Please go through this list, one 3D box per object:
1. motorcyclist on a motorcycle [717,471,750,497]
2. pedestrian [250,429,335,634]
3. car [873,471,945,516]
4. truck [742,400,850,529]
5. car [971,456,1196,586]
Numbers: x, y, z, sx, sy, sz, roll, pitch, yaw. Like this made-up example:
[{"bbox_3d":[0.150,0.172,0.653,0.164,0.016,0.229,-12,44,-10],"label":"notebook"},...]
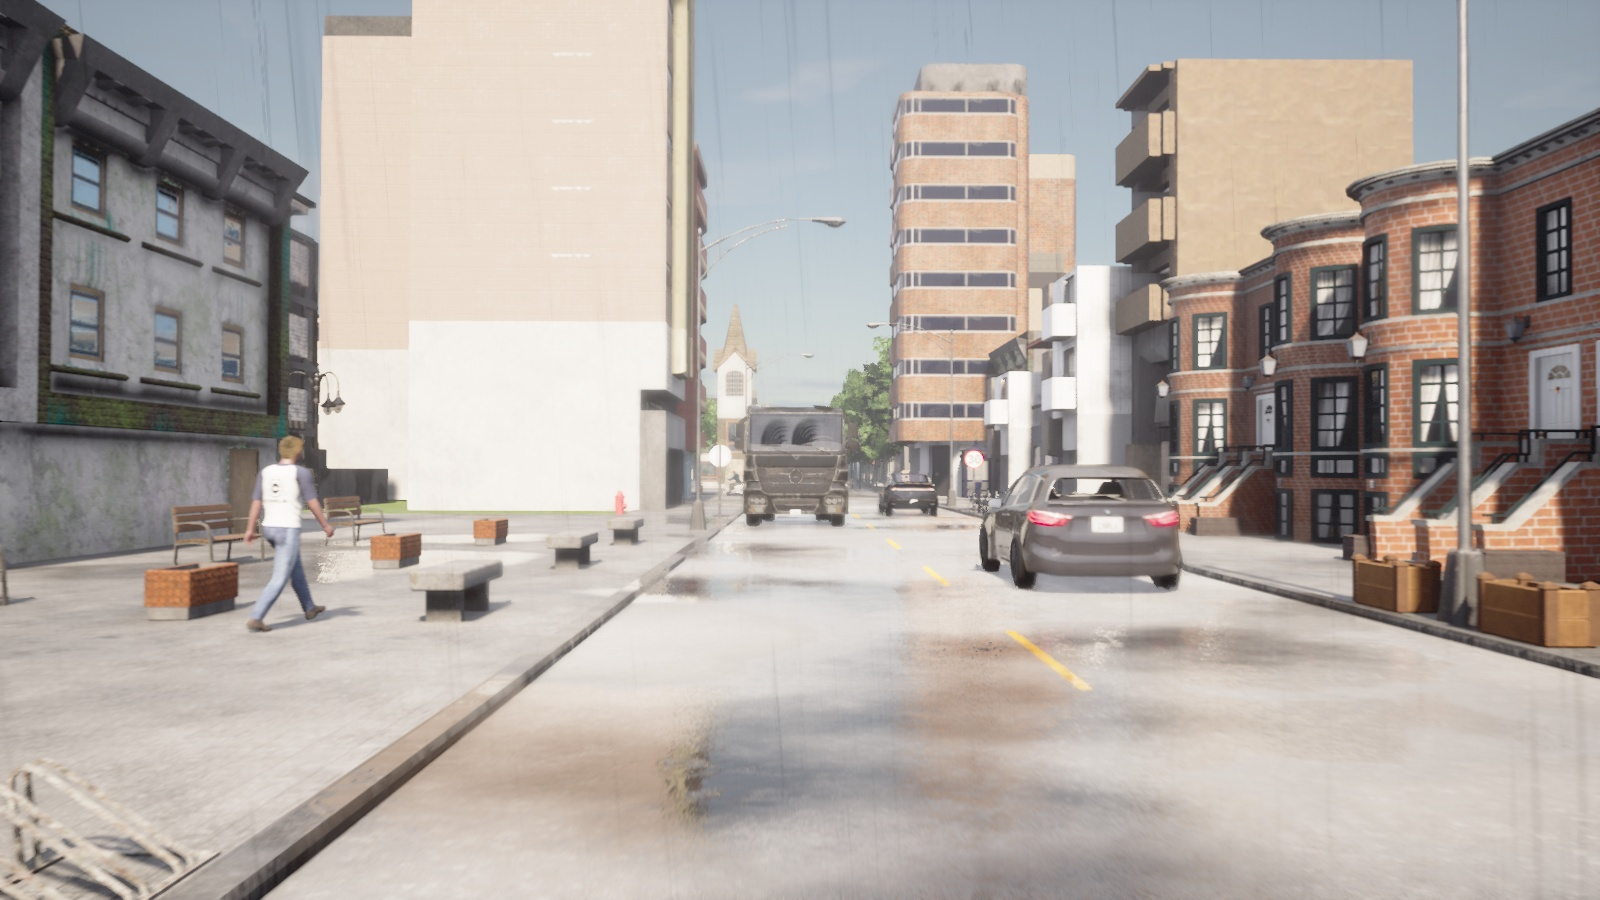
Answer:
[{"bbox_3d":[-4.103,2.080,77.284,1.817,1.590,0.866,-1,0,24],"label":"motorcyclist on a motorcycle"},{"bbox_3d":[-4.703,0.738,11.665,0.354,1.836,0.706,-1,-1,19],"label":"pedestrian"},{"bbox_3d":[3.854,1.512,45.207,2.128,1.511,4.902,0,-1,0],"label":"car"},{"bbox_3d":[-0.120,0.465,37.756,2.891,3.462,7.936,0,-1,0],"label":"truck"},{"bbox_3d":[3.956,0.952,18.444,2.242,1.667,4.611,0,-1,0],"label":"car"}]
